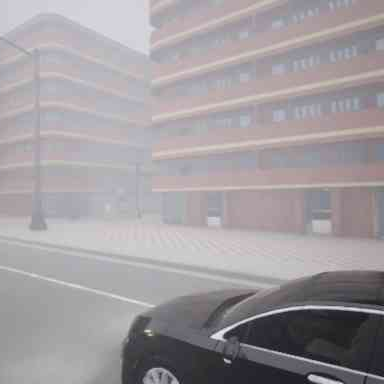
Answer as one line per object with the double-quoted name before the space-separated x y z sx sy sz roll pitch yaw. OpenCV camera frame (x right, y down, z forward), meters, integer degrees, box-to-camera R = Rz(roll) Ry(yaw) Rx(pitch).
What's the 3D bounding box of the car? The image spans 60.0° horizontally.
"car" 1.457 1.509 2.948 4.892 1.490 1.837 0 0 36
